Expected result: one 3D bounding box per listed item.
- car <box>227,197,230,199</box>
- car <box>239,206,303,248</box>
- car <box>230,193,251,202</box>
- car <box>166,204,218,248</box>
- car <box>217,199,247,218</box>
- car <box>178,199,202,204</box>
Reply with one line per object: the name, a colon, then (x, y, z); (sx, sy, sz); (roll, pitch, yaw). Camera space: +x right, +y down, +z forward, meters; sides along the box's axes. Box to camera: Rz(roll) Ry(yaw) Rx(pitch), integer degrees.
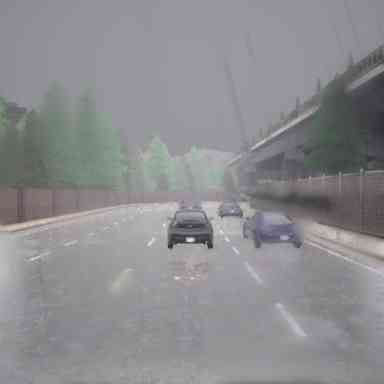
car: (10.292, 1.492, 77.488); (4.892, 1.490, 1.837); (0, 0, -36)
car: (3.426, 1.533, 14.678); (1.812, 1.442, 4.674); (0, 0, 0)
car: (11.930, 1.200, 74.359); (5.566, 2.045, 2.150); (0, 0, -36)
car: (-0.074, 1.516, 14.660); (1.837, 1.490, 4.892); (0, 0, 0)
car: (3.345, 1.572, 29.678); (1.994, 1.385, 4.181); (0, 0, 0)
car: (-0.154, 1.366, 29.629); (2.097, 1.767, 4.553); (0, 0, 0)
